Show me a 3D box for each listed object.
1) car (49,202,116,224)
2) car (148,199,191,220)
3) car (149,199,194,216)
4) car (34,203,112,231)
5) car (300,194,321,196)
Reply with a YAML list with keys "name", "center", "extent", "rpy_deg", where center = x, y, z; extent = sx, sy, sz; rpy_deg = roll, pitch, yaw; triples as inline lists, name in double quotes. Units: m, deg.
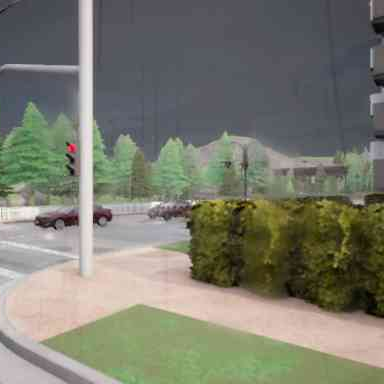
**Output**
- name: "car"
  center: [-8.385, 1.551, 25.880]
  extent: [1.812, 1.442, 4.674]
  rpy_deg: [0, 0, 38]
- name: "car"
  center: [-1.738, 1.545, 28.650]
  extent: [1.812, 1.442, 4.674]
  rpy_deg: [0, 0, 38]
- name: "car"
  center: [-1.985, 1.528, 33.980]
  extent: [1.837, 1.490, 4.892]
  rpy_deg: [0, 0, 38]
- name: "car"
  center: [-7.500, 1.499, 21.388]
  extent: [1.882, 1.535, 5.008]
  rpy_deg: [0, 0, 38]
- name: "car"
  center: [13.165, 1.230, 35.913]
  extent: [2.150, 2.045, 5.566]
  rpy_deg: [0, 0, 38]
